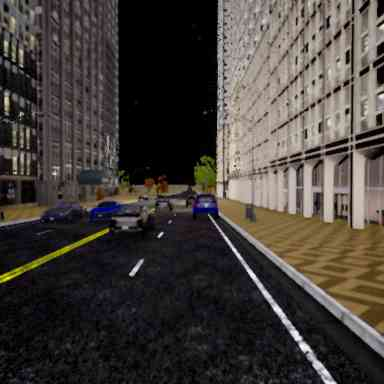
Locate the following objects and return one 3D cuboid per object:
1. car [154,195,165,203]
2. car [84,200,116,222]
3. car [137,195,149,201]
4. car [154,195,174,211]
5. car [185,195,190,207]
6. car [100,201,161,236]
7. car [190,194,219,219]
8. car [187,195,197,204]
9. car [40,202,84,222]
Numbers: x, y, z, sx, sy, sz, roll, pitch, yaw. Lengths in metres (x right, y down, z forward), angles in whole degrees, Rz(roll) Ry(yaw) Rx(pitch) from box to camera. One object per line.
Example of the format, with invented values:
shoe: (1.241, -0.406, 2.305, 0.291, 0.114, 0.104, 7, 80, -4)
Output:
car: (-6.509, 1.378, 66.909, 1.812, 1.442, 4.674, 0, 0, 0)
car: (-6.596, 1.429, 26.367, 1.882, 1.535, 5.008, 0, 0, 0)
car: (-9.756, 1.369, 66.896, 2.128, 1.511, 4.902, 0, 0, 0)
car: (-3.149, 1.418, 38.519, 2.128, 1.511, 4.902, 0, 0, 0)
car: (0.016, 1.407, 49.151, 1.837, 1.490, 4.892, 0, 0, 0)
car: (-3.151, 1.461, 18.154, 2.128, 1.511, 4.902, 0, 0, 0)
car: (1.137, 1.171, 29.064, 2.150, 2.045, 5.566, 0, 0, 0)
car: (-0.001, 1.345, 62.576, 1.882, 1.535, 5.008, 0, 0, 0)
car: (-9.849, 1.499, 26.039, 2.033, 1.411, 5.357, 0, 0, 0)
